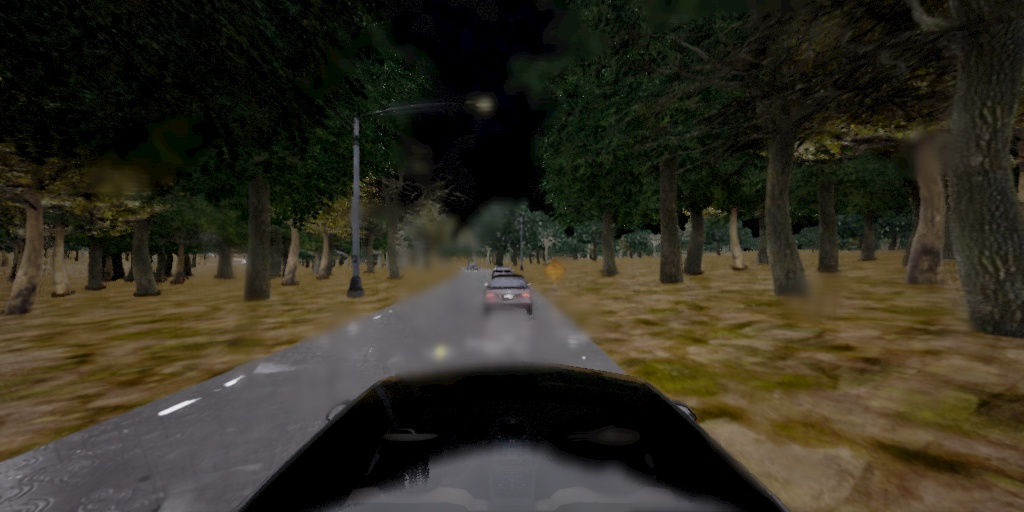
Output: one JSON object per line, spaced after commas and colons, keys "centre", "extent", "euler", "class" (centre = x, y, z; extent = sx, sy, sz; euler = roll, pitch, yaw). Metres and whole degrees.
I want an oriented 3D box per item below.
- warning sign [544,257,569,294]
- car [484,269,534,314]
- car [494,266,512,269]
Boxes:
{"centre": [2.365, 1.060, 19.191], "extent": [1.300, 1.860, 1.060], "euler": [0, 0, -2], "class": "warning sign"}
{"centre": [-0.137, 1.438, 14.470], "extent": [2.033, 1.411, 5.357], "euler": [0, -1, -1], "class": "car"}
{"centre": [-0.790, 1.561, 30.465], "extent": [2.128, 1.511, 4.902], "euler": [0, -1, -3], "class": "car"}
